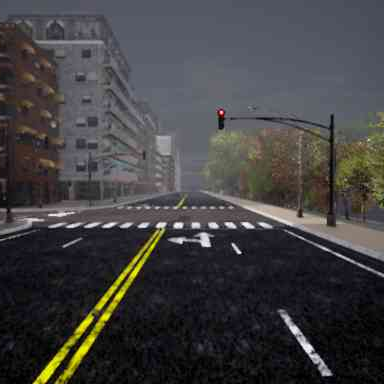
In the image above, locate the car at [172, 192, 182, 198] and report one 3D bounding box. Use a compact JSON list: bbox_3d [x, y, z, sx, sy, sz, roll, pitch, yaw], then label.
[{"bbox_3d":[-3.263,0.617,71.631,1.994,1.385,4.181,0,1,0],"label":"car"}]
